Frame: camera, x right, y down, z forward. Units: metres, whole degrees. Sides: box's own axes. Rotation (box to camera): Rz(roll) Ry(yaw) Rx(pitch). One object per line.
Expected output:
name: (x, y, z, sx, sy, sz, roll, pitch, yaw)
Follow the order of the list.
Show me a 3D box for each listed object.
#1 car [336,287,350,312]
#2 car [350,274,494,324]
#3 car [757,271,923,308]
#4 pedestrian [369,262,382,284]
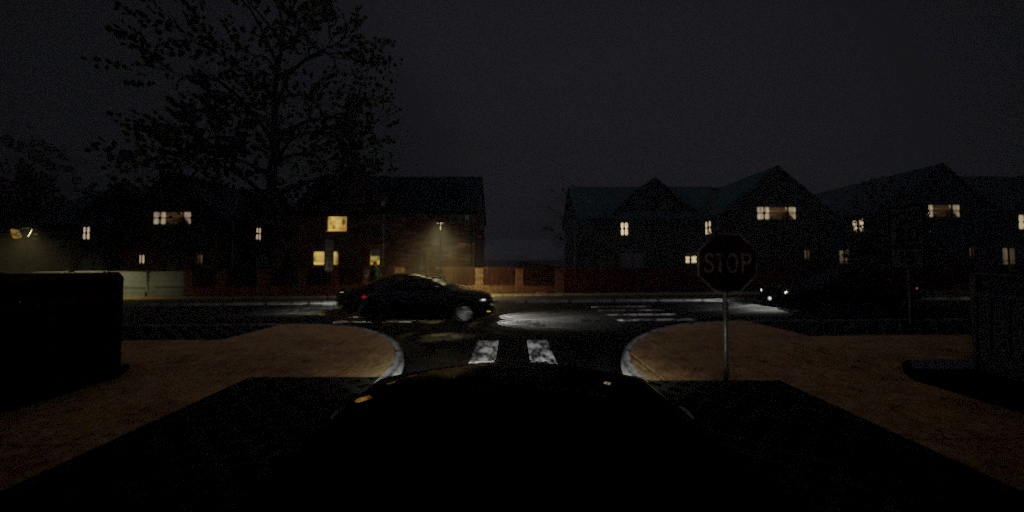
car: (-4.707, 1.447, 14.705, 4.674, 1.442, 1.812, -1, -2, 0)
car: (-2.676, 1.390, 11.735, 4.181, 1.385, 1.994, 0, -1, 1)
car: (13.126, 1.309, 14.526, 5.357, 1.411, 2.033, 0, -2, 1)
pedestrian: (-6.759, 1.168, 17.651, 0.375, 1.860, 0.375, 0, -1, 1)
